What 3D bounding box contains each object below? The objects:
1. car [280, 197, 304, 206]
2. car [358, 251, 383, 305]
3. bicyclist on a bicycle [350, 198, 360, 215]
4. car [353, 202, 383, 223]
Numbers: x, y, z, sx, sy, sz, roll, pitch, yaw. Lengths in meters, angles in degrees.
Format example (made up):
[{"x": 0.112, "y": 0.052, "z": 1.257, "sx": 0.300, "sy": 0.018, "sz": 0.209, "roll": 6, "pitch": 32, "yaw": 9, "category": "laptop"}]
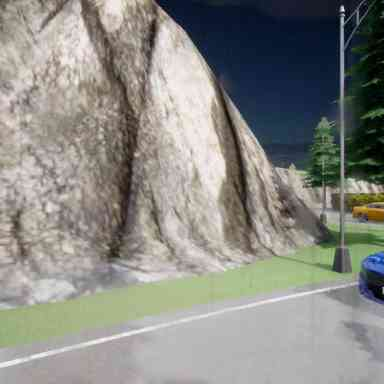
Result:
[{"x": 16.356, "y": 1.565, "z": 54.400, "sx": 4.181, "sy": 1.385, "sz": 1.994, "roll": 0, "pitch": 0, "yaw": -34, "category": "car"}, {"x": 5.659, "y": 1.477, "z": 6.905, "sx": 5.008, "sy": 1.535, "sz": 1.882, "roll": 0, "pitch": 0, "yaw": -27, "category": "car"}, {"x": 16.430, "y": 1.453, "z": 33.354, "sx": 1.656, "sy": 1.620, "sz": 0.582, "roll": 0, "pitch": 0, "yaw": -28, "category": "bicyclist on a bicycle"}, {"x": 13.811, "y": 1.478, "z": 23.219, "sx": 1.882, "sy": 1.535, "sz": 5.008, "roll": 0, "pitch": 0, "yaw": -28, "category": "car"}]
